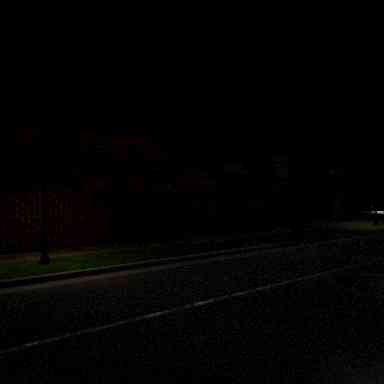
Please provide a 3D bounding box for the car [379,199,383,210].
[{"bbox_3d":[22.997,1.474,38.596,2.033,1.411,5.357,0,0,-35],"label":"car"}]

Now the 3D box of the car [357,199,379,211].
[{"bbox_3d":[18.642,1.470,38.352,1.994,1.385,4.181,0,0,-35],"label":"car"}]
